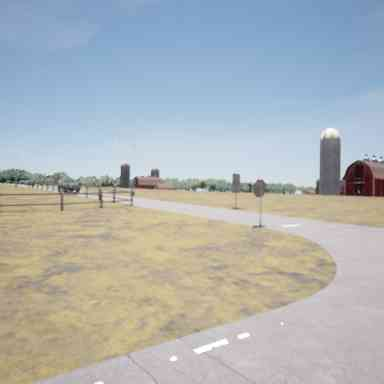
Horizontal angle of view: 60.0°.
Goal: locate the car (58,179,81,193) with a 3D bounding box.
[{"bbox_3d":[-18.522,-0.970,49.966,2.150,2.045,5.566,1,2,-36],"label":"car"}]
